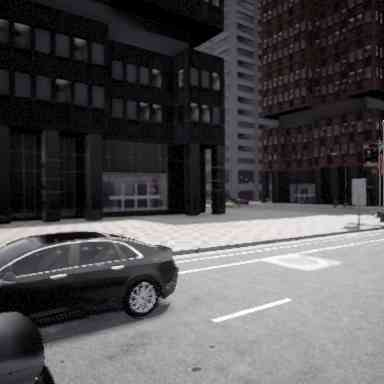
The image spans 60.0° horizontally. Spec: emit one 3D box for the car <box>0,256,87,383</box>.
[{"bbox_3d":[-3.250,1.469,1.366,5.008,1.535,1.882,0,0,-36],"label":"car"}]

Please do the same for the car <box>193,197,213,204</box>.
[{"bbox_3d":[2.377,1.836,71.844,1.752,1.417,4.829,-1,0,-36],"label":"car"}]

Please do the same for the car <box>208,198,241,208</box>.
[{"bbox_3d":[5.097,1.860,53.374,1.752,1.417,4.829,-1,0,-36],"label":"car"}]

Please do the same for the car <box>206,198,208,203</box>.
[{"bbox_3d":[5.238,1.852,63.111,2.033,1.411,5.357,-1,0,-35],"label":"car"}]

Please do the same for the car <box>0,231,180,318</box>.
[{"bbox_3d":[-2.527,1.511,5.875,4.892,1.490,1.837,0,0,-35],"label":"car"}]

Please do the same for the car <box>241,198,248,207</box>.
[{"bbox_3d":[6.603,1.818,55.904,1.837,1.490,4.892,-1,0,-35],"label":"car"}]

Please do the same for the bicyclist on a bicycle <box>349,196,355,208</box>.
[{"bbox_3d":[23.061,1.464,47.830,1.656,1.620,0.582,-1,0,-36],"label":"bicyclist on a bicycle"}]
